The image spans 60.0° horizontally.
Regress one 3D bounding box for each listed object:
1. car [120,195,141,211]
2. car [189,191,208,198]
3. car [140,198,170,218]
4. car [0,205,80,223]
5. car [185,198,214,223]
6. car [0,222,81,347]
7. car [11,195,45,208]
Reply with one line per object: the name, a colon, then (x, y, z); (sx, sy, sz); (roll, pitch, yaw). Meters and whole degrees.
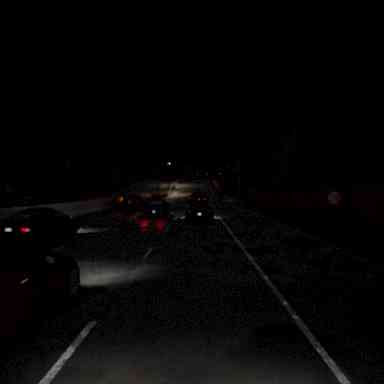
car: (-6.248, 1.081, 35.633); (2.097, 1.767, 4.553); (0, 0, 1)
car: (0.872, 0.939, 41.773); (2.150, 2.045, 5.566); (0, 0, 1)
car: (-2.896, 1.322, 27.927); (1.812, 1.442, 4.674); (0, 0, 1)
car: (-6.654, 1.417, 14.656); (2.033, 1.411, 5.357); (0, 0, 1)
car: (0.529, 1.403, 23.843); (1.994, 1.385, 4.181); (0, 0, 1)
car: (-3.319, 1.475, 5.162); (1.812, 1.442, 4.674); (0, 0, 1)
car: (-20.243, 1.190, 41.278); (1.812, 1.442, 4.674); (0, 0, 1)
